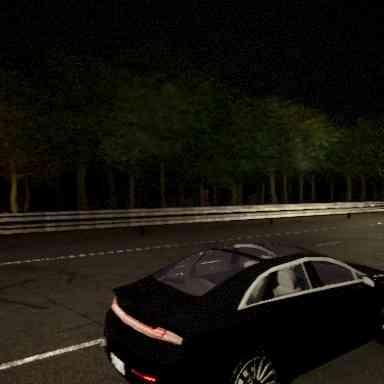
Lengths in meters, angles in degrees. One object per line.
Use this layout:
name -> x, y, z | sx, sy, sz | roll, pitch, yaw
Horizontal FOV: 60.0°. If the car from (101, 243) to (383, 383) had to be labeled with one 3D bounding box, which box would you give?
car -> 1.224, 1.501, 4.741 | 4.902, 1.511, 2.128 | 0, 0, -35
